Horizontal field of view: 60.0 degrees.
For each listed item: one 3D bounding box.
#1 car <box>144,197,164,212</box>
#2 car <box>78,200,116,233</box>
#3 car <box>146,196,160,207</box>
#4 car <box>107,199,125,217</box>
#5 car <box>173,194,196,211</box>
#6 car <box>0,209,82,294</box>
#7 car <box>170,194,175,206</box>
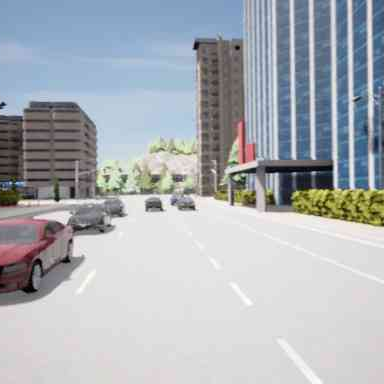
[{"bbox_3d":[-4.121,1.288,36.109,1.837,1.490,4.892,-1,1,-6],"label":"car"},{"bbox_3d":[-5.792,1.445,19.250,1.837,1.490,4.892,-1,0,-7],"label":"car"},{"bbox_3d":[-5.481,1.319,47.198,1.895,1.301,4.718,-1,0,-6],"label":"car"},{"bbox_3d":[-7.005,1.384,29.589,1.837,1.490,4.892,-1,0,-7],"label":"car"},{"bbox_3d":[-0.696,1.269,36.989,2.033,1.411,5.357,-1,0,-6],"label":"car"},{"bbox_3d":[-4.570,1.479,8.936,1.882,1.535,5.008,-1,0,-7],"label":"car"},{"bbox_3d":[-1.998,1.012,47.508,2.097,1.767,4.553,-1,0,-6],"label":"car"}]
